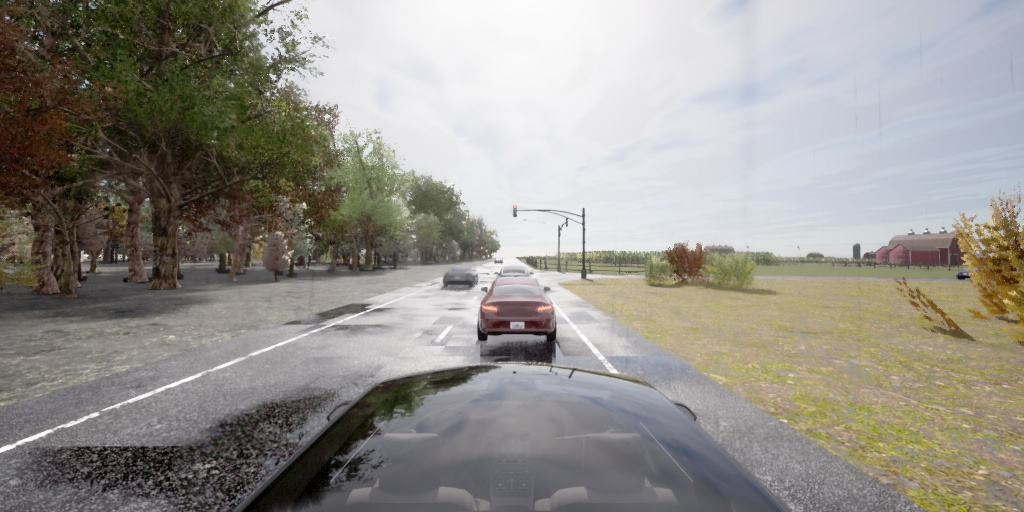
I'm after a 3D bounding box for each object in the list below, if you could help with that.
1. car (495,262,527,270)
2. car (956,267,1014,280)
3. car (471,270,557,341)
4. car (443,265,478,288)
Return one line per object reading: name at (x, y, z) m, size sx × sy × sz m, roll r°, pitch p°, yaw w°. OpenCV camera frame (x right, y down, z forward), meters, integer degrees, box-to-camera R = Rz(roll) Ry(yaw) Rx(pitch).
car at (0.105, 1.260, 19.021) m, size 1.837 × 1.490 × 4.892 m, roll 0°, pitch 0°, yaw 0°
car at (48.945, 1.847, 37.113) m, size 4.181 × 1.385 × 1.994 m, roll 1°, pitch -1°, yaw 0°
car at (0.112, 1.278, 9.759) m, size 1.812 × 1.442 × 4.674 m, roll 0°, pitch 0°, yaw 0°
car at (-3.389, 1.320, 24.214) m, size 1.994 × 1.385 × 4.181 m, roll 0°, pitch 0°, yaw 0°
